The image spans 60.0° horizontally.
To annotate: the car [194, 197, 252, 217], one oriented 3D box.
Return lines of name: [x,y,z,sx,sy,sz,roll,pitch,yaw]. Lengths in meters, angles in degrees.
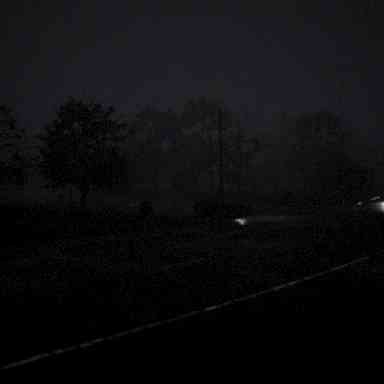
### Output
car: [2.437,1.157,27.095,5.008,1.535,1.882,0,2,38]
